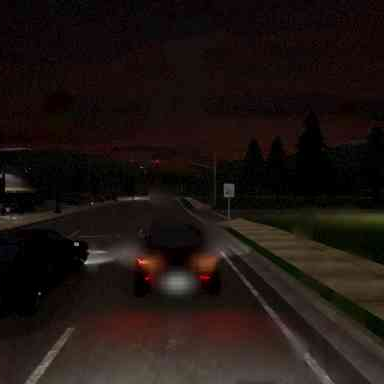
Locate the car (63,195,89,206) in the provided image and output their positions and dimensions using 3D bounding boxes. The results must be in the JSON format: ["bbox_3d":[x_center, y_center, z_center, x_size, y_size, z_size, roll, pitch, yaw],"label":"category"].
[{"bbox_3d":[-19.311,1.352,55.480,2.097,1.767,4.553,0,0,-3],"label":"car"}]

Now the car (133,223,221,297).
[{"bbox_3d":[-0.390,1.526,8.494,1.812,1.442,4.674,0,0,-3],"label":"car"}]

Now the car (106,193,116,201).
[{"bbox_3d":[-20.825,1.221,85.035,2.150,2.045,5.566,0,0,-3],"label":"car"}]

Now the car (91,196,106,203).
[{"bbox_3d":[-20.016,1.552,70.005,1.994,1.385,4.181,0,0,-3],"label":"car"}]

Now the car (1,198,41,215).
[{"bbox_3d":[-17.740,1.491,34.141,2.128,1.511,4.902,0,0,-5],"label":"car"}]

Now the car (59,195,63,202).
[{"bbox_3d":[-27.041,1.355,70.276,2.097,1.767,4.553,0,0,-3],"label":"car"}]

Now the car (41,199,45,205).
[{"bbox_3d":[-26.305,1.601,55.335,1.895,1.301,4.718,0,0,-3],"label":"car"}]

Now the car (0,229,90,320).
[{"bbox_3d":[-3.839,1.547,7.419,2.033,1.411,5.357,0,0,-3],"label":"car"}]

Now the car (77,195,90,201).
[{"bbox_3d":[-27.857,1.529,85.459,2.033,1.411,5.357,0,0,-3],"label":"car"}]
